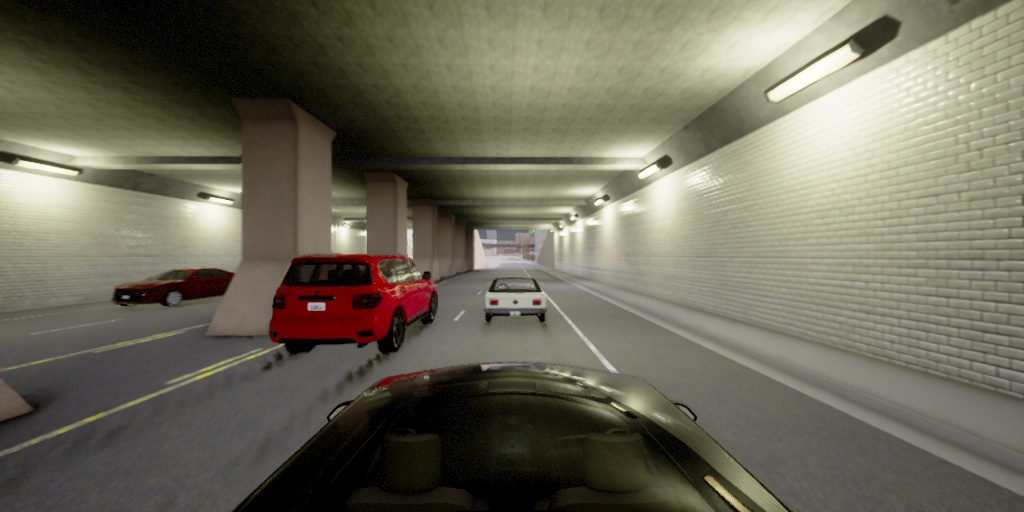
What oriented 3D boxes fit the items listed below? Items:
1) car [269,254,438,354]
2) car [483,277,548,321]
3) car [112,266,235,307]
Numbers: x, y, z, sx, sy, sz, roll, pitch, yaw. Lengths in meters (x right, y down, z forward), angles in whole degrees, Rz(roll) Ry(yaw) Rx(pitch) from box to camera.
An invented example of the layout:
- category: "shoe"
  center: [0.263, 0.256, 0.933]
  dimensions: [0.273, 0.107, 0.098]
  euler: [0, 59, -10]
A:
- category: "car"
  center: [-3.402, 0.975, 8.923]
  dimensions: [2.150, 2.045, 5.566]
  euler: [0, 0, 0]
- category: "car"
  center: [0.098, 1.357, 12.414]
  dimensions: [1.895, 1.301, 4.718]
  euler: [0, 0, 0]
- category: "car"
  center: [-14.103, 1.235, 15.588]
  dimensions: [1.882, 1.535, 5.008]
  euler: [0, 0, 0]
